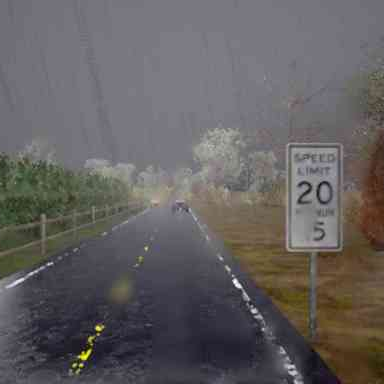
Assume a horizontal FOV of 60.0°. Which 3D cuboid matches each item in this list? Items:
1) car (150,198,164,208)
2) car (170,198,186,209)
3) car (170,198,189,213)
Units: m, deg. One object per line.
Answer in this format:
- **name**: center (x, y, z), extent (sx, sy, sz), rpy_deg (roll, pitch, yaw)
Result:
- **car**: center (-5.188, 1.575, 49.643), extent (1.882, 1.535, 5.008), rpy_deg (0, 0, -8)
- **car**: center (-2.098, 1.643, 48.937), extent (2.033, 1.411, 5.357), rpy_deg (0, 0, -7)
- **car**: center (-1.370, 1.592, 38.855), extent (1.837, 1.490, 4.892), rpy_deg (0, 0, -3)
